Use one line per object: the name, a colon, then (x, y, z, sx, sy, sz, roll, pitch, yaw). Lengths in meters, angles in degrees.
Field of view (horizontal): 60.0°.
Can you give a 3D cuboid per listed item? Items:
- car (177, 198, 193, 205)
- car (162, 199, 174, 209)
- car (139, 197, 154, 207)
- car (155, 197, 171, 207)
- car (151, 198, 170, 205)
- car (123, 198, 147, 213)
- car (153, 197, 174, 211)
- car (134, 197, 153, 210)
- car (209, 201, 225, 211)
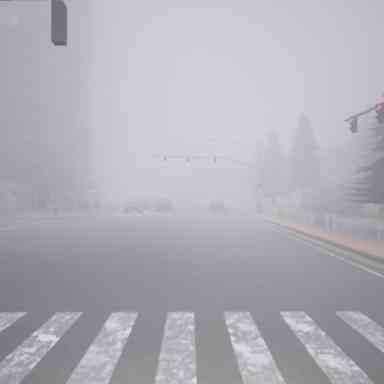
car: (-1.457, 2.057, 71.690, 1.812, 1.442, 4.674, 0, -1, -34)
car: (-3.982, 1.883, 54.556, 1.882, 1.535, 5.008, 0, 0, -4)
car: (-8.298, 1.800, 60.373, 2.097, 1.767, 4.553, 0, 0, -16)
car: (-5.586, 1.824, 63.603, 2.097, 1.767, 4.553, 0, 0, -19)
car: (-6.960, 2.047, 73.617, 1.837, 1.490, 4.892, 0, -1, -39)
car: (-7.130, 1.832, 41.266, 1.812, 1.442, 4.674, 0, 0, 0)
car: (-3.632, 1.689, 45.351, 2.097, 1.767, 4.553, 0, 0, 0)
car: (-7.266, 1.867, 50.532, 2.128, 1.511, 4.902, 0, 0, -1)
car: (3.546, 1.913, 46.990, 1.994, 1.385, 4.181, 0, 0, 0)
